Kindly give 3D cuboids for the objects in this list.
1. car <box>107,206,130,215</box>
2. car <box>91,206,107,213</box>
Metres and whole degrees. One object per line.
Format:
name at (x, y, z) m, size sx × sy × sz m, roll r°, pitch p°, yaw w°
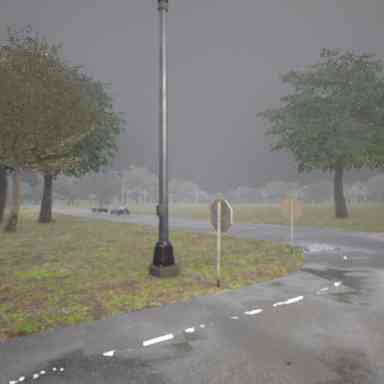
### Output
car at (-11.427, 2.917, 52.901) m, size 1.812 × 1.442 × 4.674 m, roll 2°, pitch -2°, yaw -34°
car at (-17.052, 3.171, 61.204) m, size 1.895 × 1.301 × 4.718 m, roll 2°, pitch -2°, yaw -34°
